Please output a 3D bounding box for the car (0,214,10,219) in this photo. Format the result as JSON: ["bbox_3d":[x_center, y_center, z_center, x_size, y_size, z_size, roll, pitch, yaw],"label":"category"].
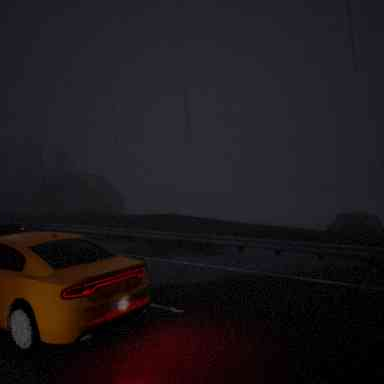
[{"bbox_3d":[-8.838,1.594,13.763,4.674,1.442,1.812,-1,0,30],"label":"car"}]

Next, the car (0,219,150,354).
[{"bbox_3d":[-3.059,1.494,6.194,5.008,1.535,1.882,-1,0,33],"label":"car"}]
